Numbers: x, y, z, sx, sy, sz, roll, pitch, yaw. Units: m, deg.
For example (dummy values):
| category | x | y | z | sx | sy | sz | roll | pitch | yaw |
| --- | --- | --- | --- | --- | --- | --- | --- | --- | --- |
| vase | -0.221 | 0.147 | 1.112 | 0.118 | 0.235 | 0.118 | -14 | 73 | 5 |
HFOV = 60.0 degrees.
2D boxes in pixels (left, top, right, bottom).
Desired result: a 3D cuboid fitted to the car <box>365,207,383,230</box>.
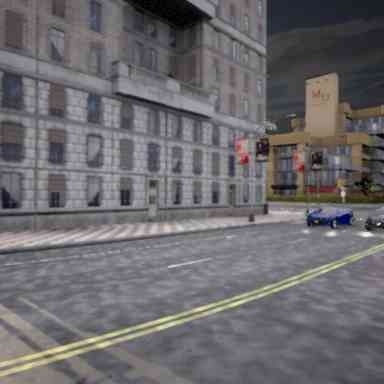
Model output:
| category | x | y | z | sx | sy | sz | roll | pitch | yaw |
| --- | --- | --- | --- | --- | --- | --- | --- | --- | --- |
| car | 13.093 | 1.771 | 22.093 | 1.837 | 1.490 | 4.892 | 0 | -1 | 44 |

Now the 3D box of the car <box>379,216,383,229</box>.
| category | x | y | z | sx | sy | sz | roll | pitch | yaw |
| --- | --- | --- | --- | --- | --- | --- | --- | --- | --- |
| car | 8.890 | 1.685 | 12.628 | 1.812 | 1.442 | 4.674 | 0 | 0 | 44 |

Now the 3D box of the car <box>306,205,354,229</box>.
| category | x | y | z | sx | sy | sz | roll | pitch | yaw |
| --- | --- | --- | --- | --- | --- | --- | --- | --- | --- |
| car | 10.038 | 1.735 | 23.979 | 1.882 | 1.535 | 5.008 | 0 | -1 | 44 |
